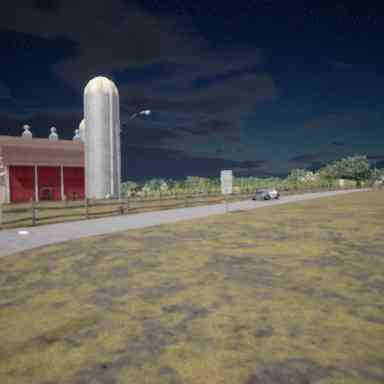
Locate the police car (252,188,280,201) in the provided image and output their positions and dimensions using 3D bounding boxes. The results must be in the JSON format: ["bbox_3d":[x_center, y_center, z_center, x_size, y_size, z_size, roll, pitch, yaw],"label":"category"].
[{"bbox_3d":[9.070,0.267,41.049,2.038,1.542,4.974,-2,1,35],"label":"police car"}]
